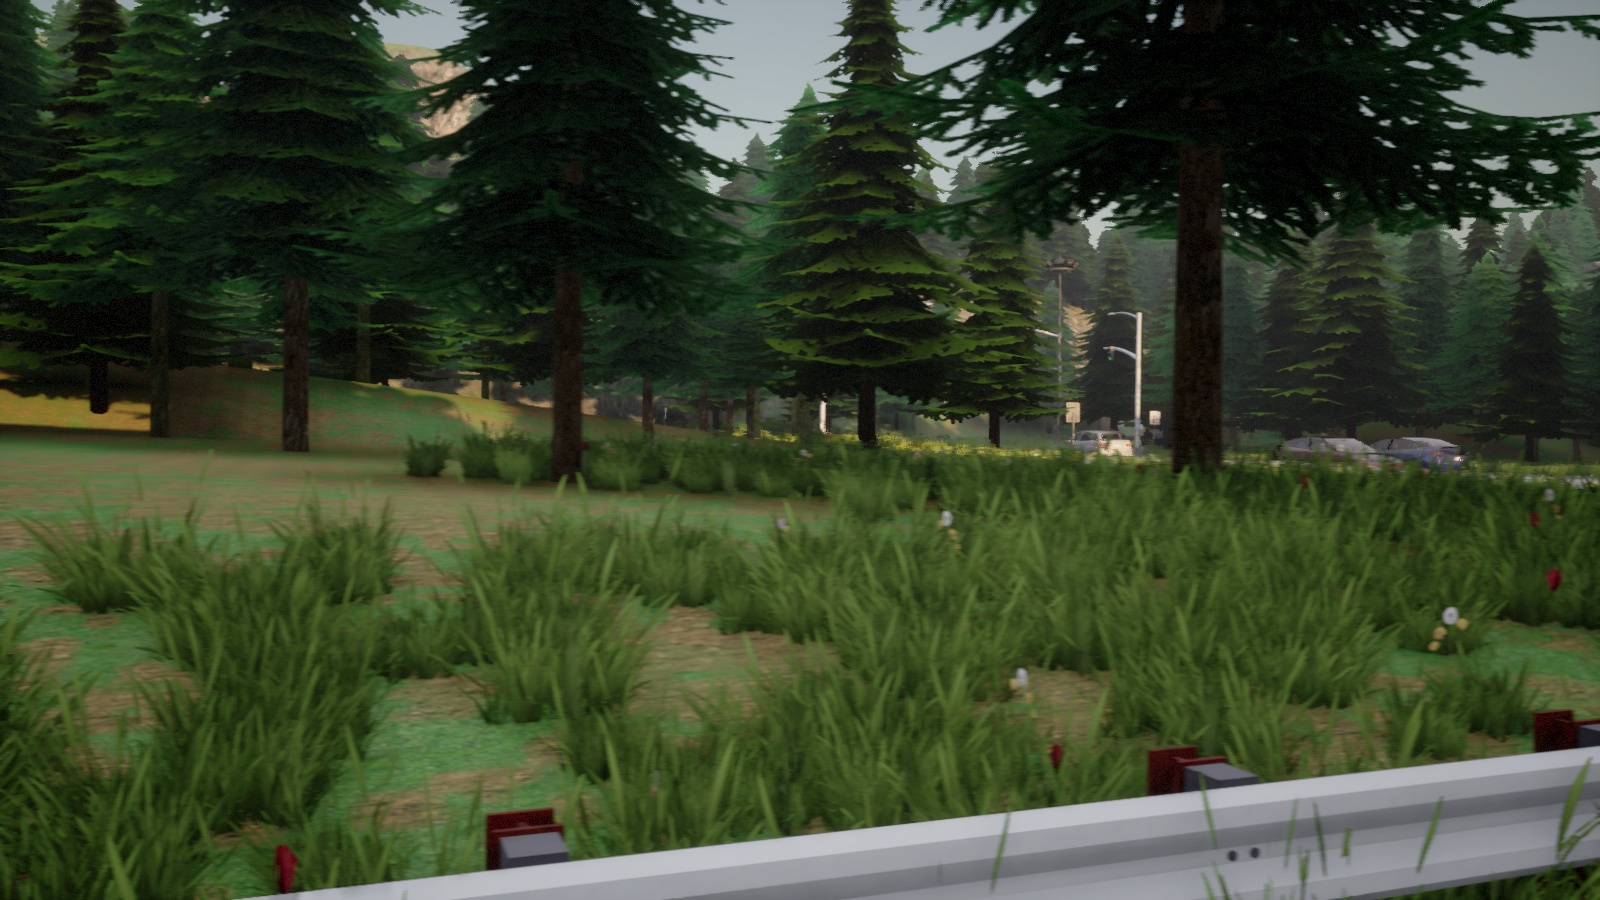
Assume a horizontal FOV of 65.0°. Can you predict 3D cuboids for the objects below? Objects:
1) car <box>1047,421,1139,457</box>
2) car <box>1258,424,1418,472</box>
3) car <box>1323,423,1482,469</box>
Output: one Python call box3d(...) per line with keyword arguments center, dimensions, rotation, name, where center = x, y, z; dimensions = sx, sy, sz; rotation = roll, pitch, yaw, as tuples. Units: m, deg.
box3d(center=(14.329, -0.544, 61.742), dimensions=(2.242, 1.667, 4.611), rotation=(-1, 1, -20), name="car")
box3d(center=(17.854, -0.104, 41.935), dimensions=(2.163, 1.488, 4.792), rotation=(-1, 1, -21), name="car")
box3d(center=(20.890, -0.167, 43.785), dimensions=(2.163, 1.488, 4.792), rotation=(-1, 1, -21), name="car")
